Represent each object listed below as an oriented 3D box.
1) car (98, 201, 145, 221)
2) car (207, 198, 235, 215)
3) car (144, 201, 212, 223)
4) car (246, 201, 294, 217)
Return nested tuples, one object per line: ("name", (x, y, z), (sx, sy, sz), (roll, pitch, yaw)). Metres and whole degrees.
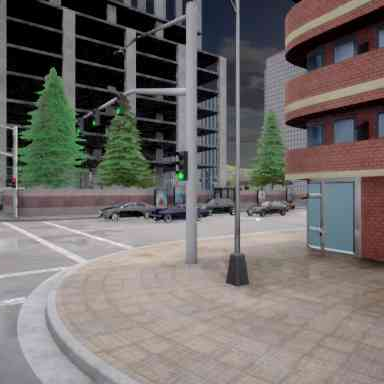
("car", (-5.288, 1.547, 27.587), (4.902, 1.511, 2.128), (0, 0, -35))
("car", (2.198, 1.407, 32.882), (4.553, 1.767, 2.097), (0, 0, -35))
("car", (-1.025, 1.656, 26.315), (4.718, 1.301, 1.895), (0, 0, -35))
("car", (7.355, 1.581, 32.239), (4.674, 1.442, 1.812), (0, 0, -35))
